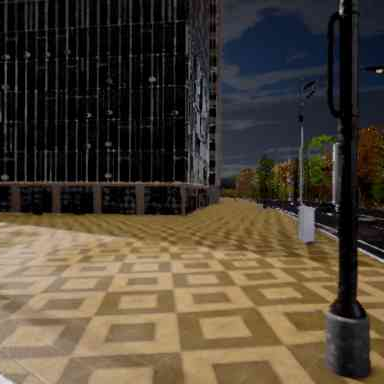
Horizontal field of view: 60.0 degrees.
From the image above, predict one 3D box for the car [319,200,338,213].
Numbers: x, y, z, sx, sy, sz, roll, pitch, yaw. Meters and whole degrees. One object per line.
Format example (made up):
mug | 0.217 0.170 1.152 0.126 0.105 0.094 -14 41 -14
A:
car | 16.031 1.655 38.392 1.994 1.385 4.181 0 0 8
